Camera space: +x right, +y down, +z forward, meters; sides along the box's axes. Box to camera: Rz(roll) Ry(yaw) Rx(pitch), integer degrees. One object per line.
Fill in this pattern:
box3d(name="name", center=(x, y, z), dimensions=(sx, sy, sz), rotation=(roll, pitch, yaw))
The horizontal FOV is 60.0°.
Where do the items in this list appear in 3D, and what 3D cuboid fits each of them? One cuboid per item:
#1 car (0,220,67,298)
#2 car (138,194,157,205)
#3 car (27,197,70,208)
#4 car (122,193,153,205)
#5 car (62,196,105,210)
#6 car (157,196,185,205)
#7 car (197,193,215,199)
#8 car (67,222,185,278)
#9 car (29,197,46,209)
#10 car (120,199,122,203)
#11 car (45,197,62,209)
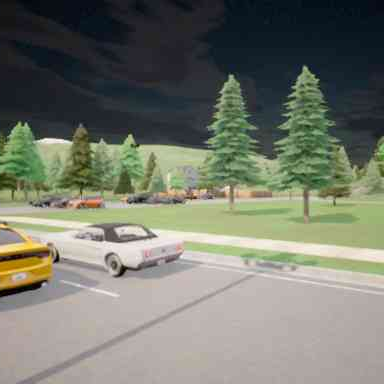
box3d(name="car", center=(-5.308, 1.459, 7.762), dimensions=(5.008, 1.535, 1.882), rotation=(0, 0, 35))
box3d(name="car", center=(-6.464, 1.484, 56.404), dimensions=(1.994, 1.385, 4.181), rotation=(0, 0, 36))
box3d(name="car", center=(-20.853, 1.453, 48.575), dimensions=(2.033, 1.411, 5.357), rotation=(0, 0, 36))
box3d(name="car", center=(-9.040, 1.138, 58.798), dimensions=(2.150, 2.045, 5.566), rotation=(0, 0, 36))
box3d(name="car", center=(-13.171, 1.279, 41.295), dimensions=(2.097, 1.767, 4.553), rotation=(0, 0, 36))
box3d(name="car", center=(-3.080, 1.431, 55.108), dimensions=(1.837, 1.490, 4.892), rotation=(0, 1, 36))
box3d(name="car", center=(2.938, 0.930, 69.145), dimensions=(2.097, 1.767, 4.553), rotation=(0, 0, 36))
box3d(name="car", center=(-2.626, 1.584, 10.151), dimensions=(4.718, 1.301, 1.895), rotation=(0, 0, 35))
box3d(name="car", center=(-19.100, 1.417, 45.042), dimensions=(1.837, 1.490, 4.892), rotation=(0, 0, 36))
box3d(name="car", center=(-11.103, 1.384, 61.879), dimensions=(1.882, 1.535, 5.008), rotation=(0, 0, 36))
box3d(name="car", center=(-16.072, 1.446, 43.257), dimensions=(1.812, 1.442, 4.674), rotation=(0, 0, 36))
